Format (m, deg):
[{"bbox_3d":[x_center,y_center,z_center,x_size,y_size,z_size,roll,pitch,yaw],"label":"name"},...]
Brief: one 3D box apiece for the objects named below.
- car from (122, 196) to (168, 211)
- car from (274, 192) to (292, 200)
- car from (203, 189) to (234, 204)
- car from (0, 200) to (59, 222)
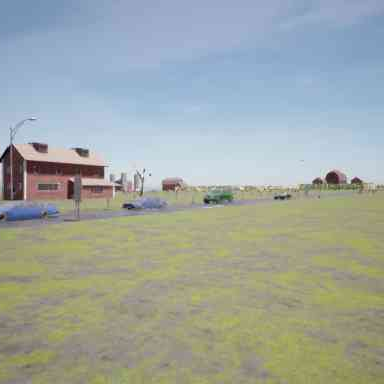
[{"bbox_3d":[-4.826,1.136,35.029,2.033,1.411,5.357,1,1,36],"label":"car"},{"bbox_3d":[16.271,0.729,59.204,1.895,1.301,4.718,1,1,36],"label":"car"},{"bbox_3d":[3.811,0.589,46.929,2.150,2.045,5.566,1,1,36],"label":"car"},{"bbox_3d":[-12.552,1.328,24.398,2.033,1.411,5.357,1,1,37],"label":"car"}]
